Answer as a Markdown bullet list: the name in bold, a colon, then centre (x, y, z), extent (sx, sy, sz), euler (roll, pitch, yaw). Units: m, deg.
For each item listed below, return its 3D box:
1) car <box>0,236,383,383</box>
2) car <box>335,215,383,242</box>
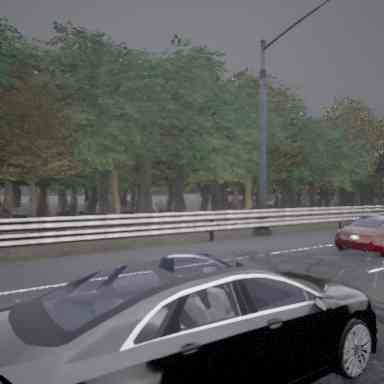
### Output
- **car**: centre (0.261, 1.496, 3.878), extent (4.902, 1.511, 2.128), euler (0, 0, -35)
- **car**: centre (7.522, 1.605, 13.063), extent (4.181, 1.385, 1.994), euler (0, 0, -34)
